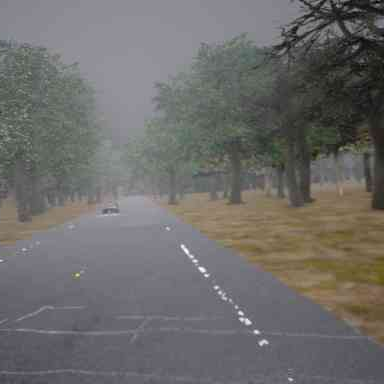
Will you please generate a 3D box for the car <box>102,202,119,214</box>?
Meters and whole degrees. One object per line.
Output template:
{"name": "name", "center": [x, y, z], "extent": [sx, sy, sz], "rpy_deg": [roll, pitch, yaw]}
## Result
{"name": "car", "center": [-10.354, 1.992, 42.531], "extent": [2.033, 1.411, 5.357], "rpy_deg": [-4, 0, -9]}
